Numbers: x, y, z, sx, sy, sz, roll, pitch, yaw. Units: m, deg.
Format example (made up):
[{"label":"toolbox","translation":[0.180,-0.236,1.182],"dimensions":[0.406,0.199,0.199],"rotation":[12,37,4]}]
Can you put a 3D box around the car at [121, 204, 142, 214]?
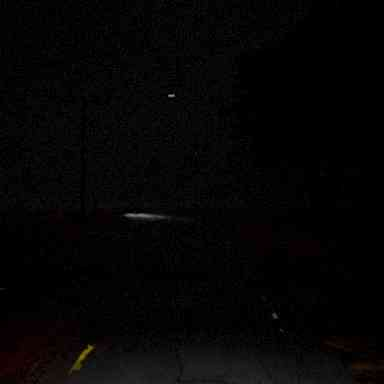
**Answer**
[{"label":"car","translation":[-7.978,2.189,43.948],"dimensions":[1.895,1.301,4.718],"rotation":[2,-2,-23]}]

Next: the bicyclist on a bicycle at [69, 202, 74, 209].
[{"label":"bicyclist on a bicycle","translation":[-26.626,2.991,73.722],"dimensions":[1.843,1.776,0.659],"rotation":[-2,-4,35]}]

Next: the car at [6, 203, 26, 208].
[{"label":"car","translation":[-43.286,3.384,81.596],"dimensions":[4.718,1.301,1.895],"rotation":[-1,-4,19]}]

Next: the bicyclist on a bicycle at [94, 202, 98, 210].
[{"label":"bicyclist on a bicycle","translation":[-19.641,2.867,67.947],"dimensions":[1.656,1.620,0.582],"rotation":[-3,-4,43]}]
